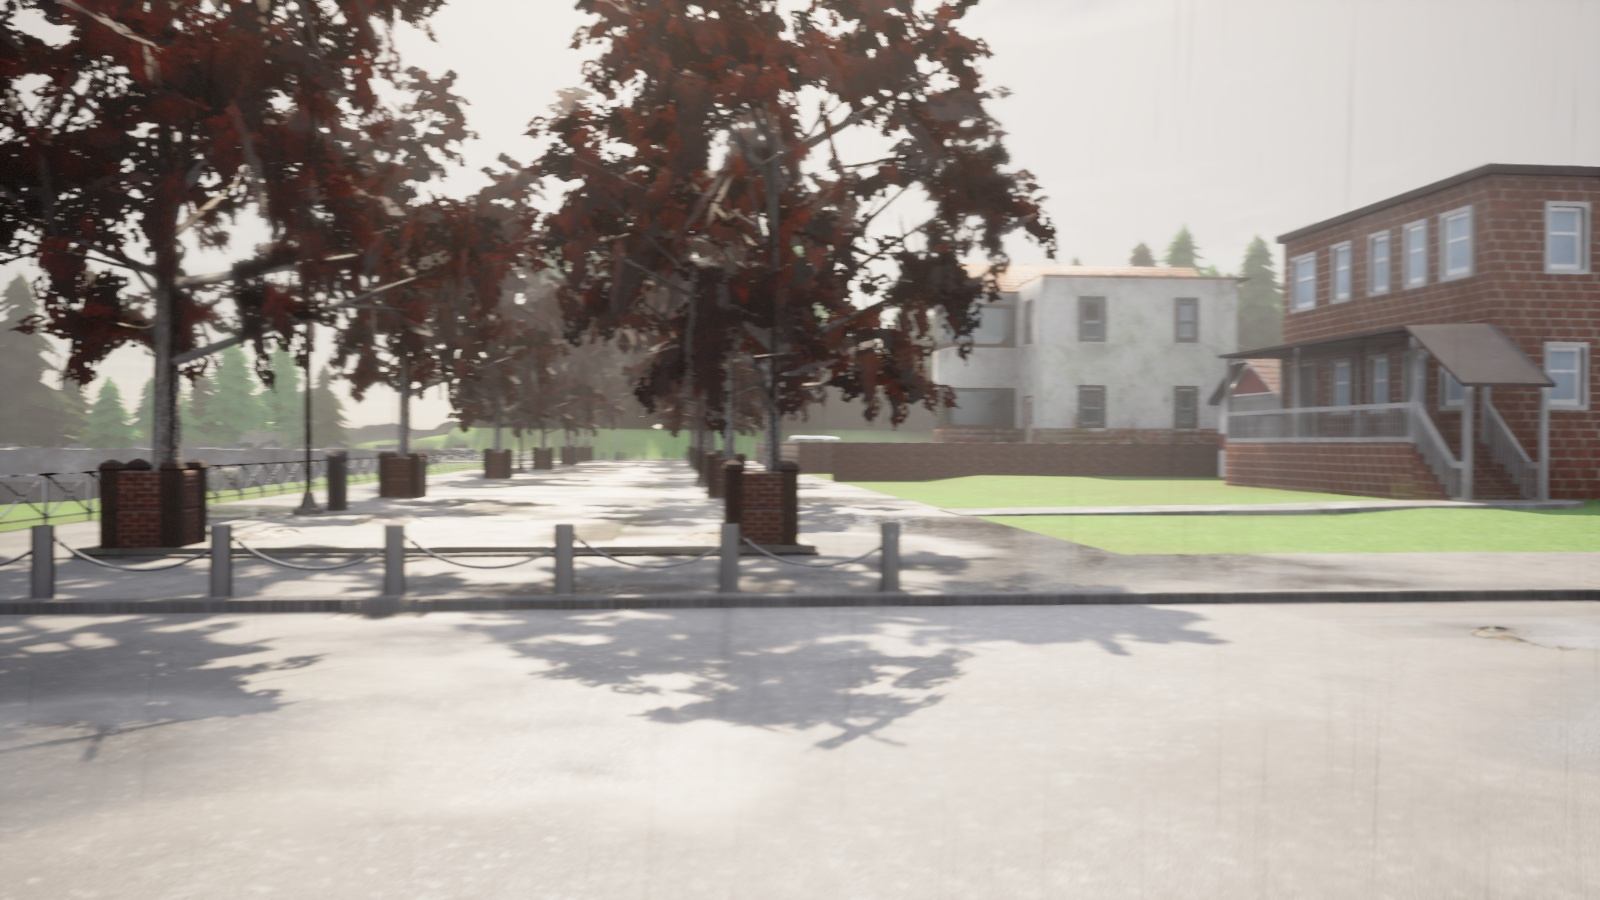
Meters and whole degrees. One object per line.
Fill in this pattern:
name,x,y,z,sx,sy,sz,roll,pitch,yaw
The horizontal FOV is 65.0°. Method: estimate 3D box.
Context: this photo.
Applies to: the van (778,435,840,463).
van,0.674,-0.084,96.202,4.480,2.038,2.069,0,0,-6
